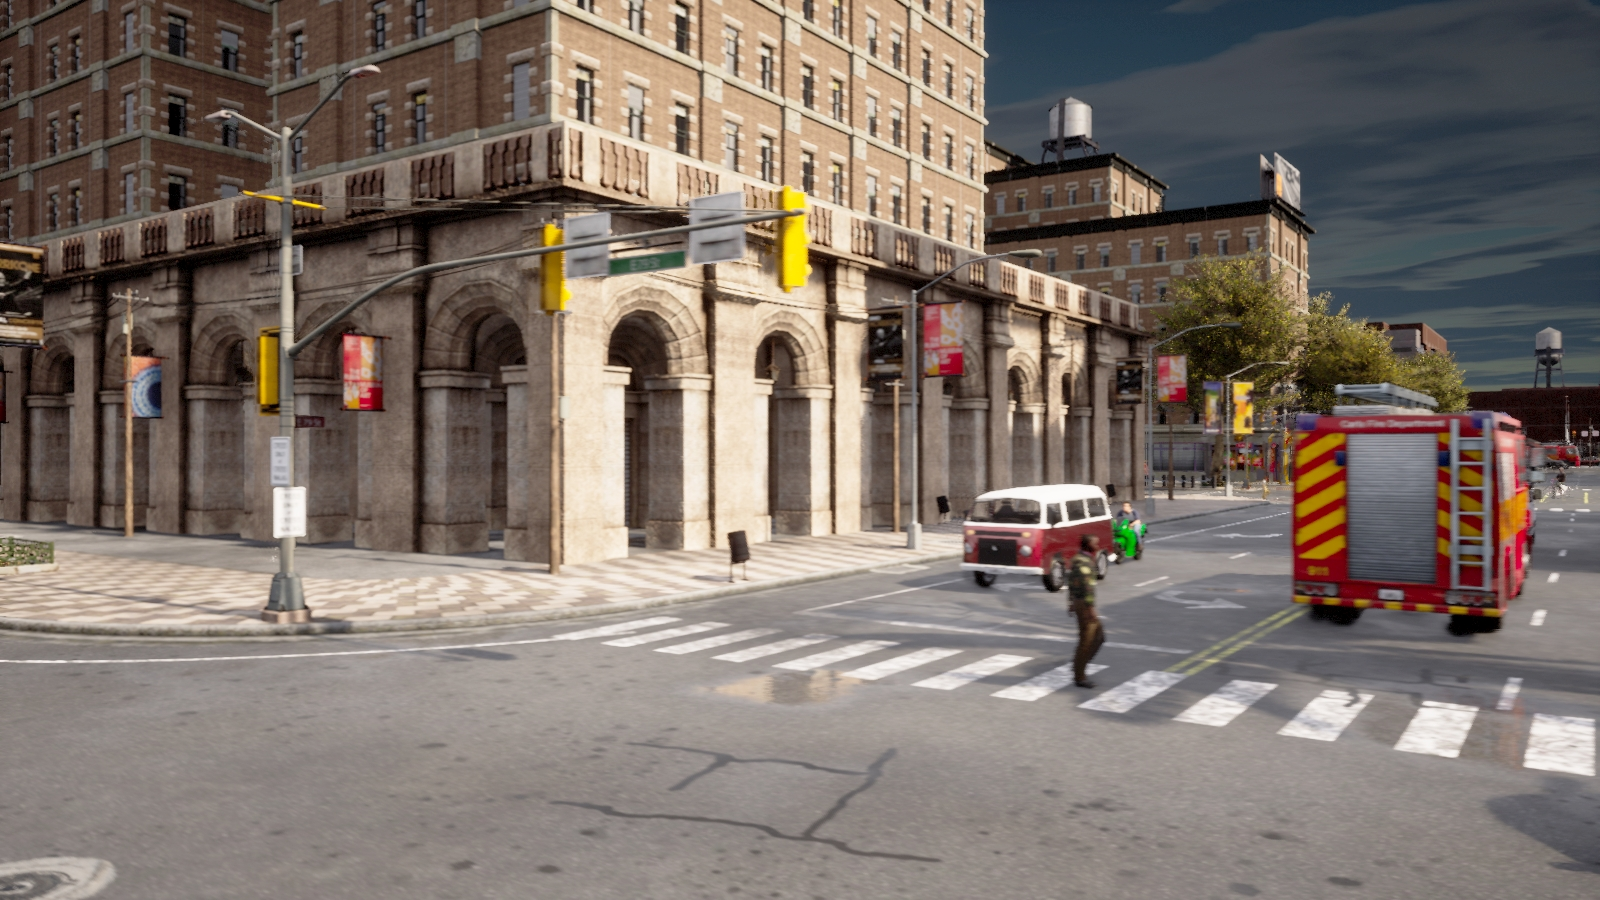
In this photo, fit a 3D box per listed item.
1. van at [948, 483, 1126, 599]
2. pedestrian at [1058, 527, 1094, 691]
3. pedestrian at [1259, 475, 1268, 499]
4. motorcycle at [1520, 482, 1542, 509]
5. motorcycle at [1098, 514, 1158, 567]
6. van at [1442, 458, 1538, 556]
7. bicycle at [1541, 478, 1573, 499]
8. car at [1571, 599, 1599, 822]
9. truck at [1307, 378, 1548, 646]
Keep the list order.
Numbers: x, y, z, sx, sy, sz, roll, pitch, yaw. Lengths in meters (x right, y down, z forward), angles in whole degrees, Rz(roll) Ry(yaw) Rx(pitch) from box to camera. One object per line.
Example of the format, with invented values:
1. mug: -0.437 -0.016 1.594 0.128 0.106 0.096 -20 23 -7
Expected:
1. van: 5.070 1.784 23.981 2.069 2.038 4.480 0 0 35
2. pedestrian: 3.237 1.849 13.404 0.375 1.860 0.375 0 0 8
3. pedestrian: 24.828 1.978 61.207 0.375 1.300 0.375 0 0 34
4. motorcycle: 35.641 2.206 55.693 0.867 1.251 2.209 0 0 34
5. motorcycle: 8.148 2.214 28.335 0.803 1.145 2.033 0 0 35
6. van: 20.294 1.536 33.482 1.988 2.561 5.915 0 0 35
7. bicycle: 43.264 2.211 65.307 1.835 1.171 0.329 0 1 -12
8. car: 7.141 1.992 6.467 2.152 1.651 5.027 0 0 0
9. truck: 11.597 0.890 20.607 2.891 3.827 8.468 0 0 35
